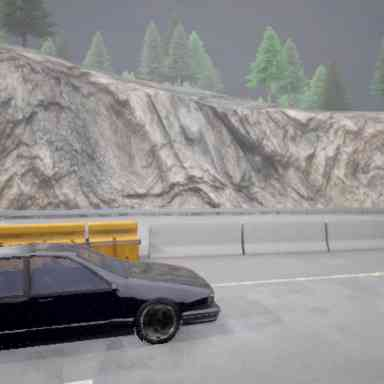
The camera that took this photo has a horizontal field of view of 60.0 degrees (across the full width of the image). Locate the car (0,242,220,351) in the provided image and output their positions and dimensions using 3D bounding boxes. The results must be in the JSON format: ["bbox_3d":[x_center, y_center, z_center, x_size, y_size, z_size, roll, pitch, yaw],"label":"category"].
[{"bbox_3d":[-2.321,1.553,5.259,5.357,1.411,2.033,0,0,-16],"label":"car"}]
